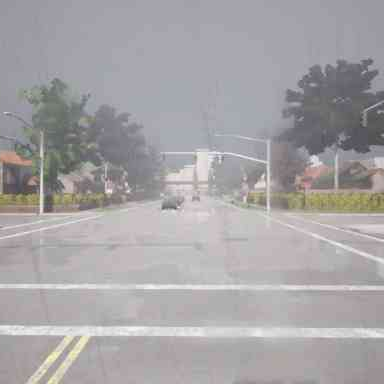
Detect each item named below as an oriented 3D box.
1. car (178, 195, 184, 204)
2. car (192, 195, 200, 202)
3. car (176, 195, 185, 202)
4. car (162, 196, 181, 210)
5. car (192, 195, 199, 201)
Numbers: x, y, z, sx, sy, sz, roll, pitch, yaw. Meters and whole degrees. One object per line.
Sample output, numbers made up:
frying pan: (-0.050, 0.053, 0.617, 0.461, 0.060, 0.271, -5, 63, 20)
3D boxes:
car: (-2.774, 1.505, 53.271, 1.837, 1.490, 4.892, 0, 0, 1)
car: (0.981, 1.500, 79.125, 1.837, 1.490, 4.892, 0, 0, 0)
car: (-2.555, 1.478, 73.944, 1.882, 1.535, 5.008, 0, 0, 0)
car: (-2.852, 1.547, 43.438, 2.033, 1.411, 5.357, 0, 0, 0)
car: (1.051, 1.514, 89.523, 1.812, 1.442, 4.674, 0, 0, 0)
